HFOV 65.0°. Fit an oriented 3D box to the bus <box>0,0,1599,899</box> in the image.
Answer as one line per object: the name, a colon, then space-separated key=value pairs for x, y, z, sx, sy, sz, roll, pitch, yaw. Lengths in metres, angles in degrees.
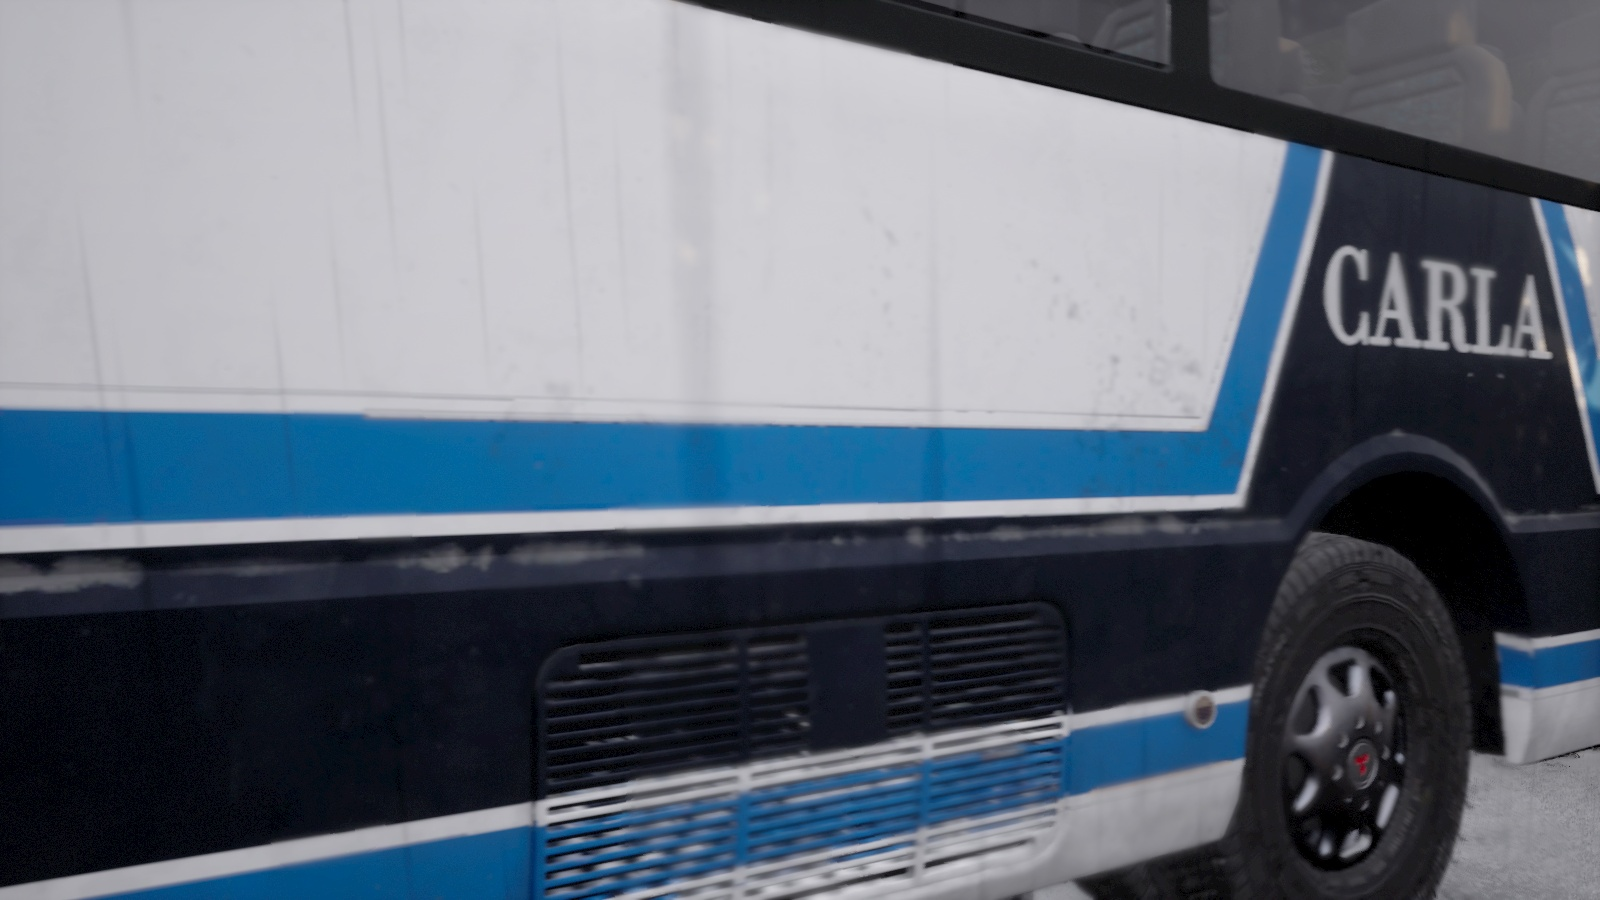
bus: x=-1.460 y=-0.621 z=3.248 sx=10.273 sy=4.253 sz=3.944 roll=0 pitch=0 yaw=-34
